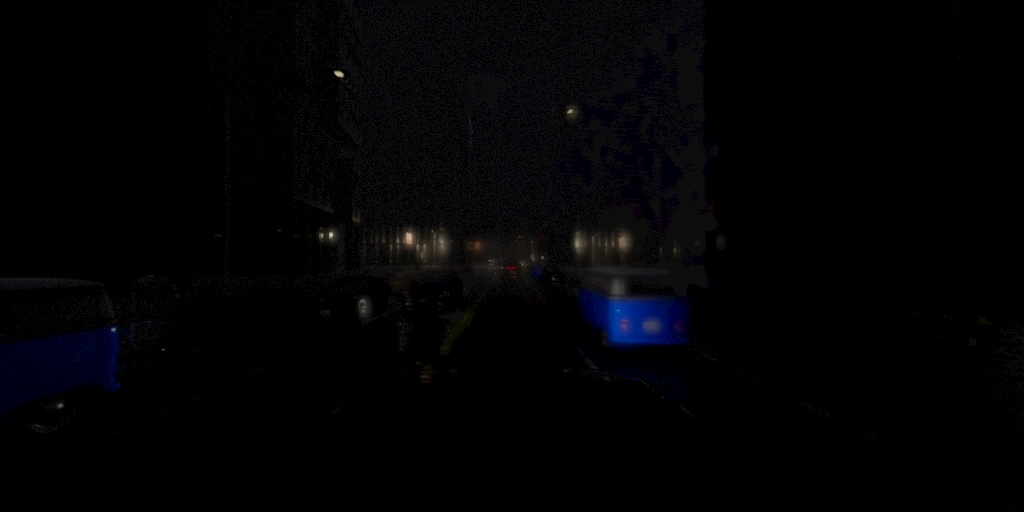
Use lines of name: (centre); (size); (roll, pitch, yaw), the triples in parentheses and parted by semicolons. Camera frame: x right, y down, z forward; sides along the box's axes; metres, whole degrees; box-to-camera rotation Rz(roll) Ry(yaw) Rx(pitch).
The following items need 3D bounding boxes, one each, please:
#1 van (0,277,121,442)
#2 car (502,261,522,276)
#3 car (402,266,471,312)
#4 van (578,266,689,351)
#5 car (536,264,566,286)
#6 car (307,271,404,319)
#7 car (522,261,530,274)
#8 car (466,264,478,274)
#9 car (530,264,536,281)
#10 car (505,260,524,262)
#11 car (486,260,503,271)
van: (-5.762, 1.102, 2.782); (1.690, 1.789, 3.998); (0, 0, 0)
car: (0.015, 1.732, 45.459); (1.837, 1.490, 4.892); (0, -1, 1)
car: (-3.099, 1.369, 15.213); (1.882, 1.535, 5.008); (0, -1, 0)
van: (2.764, 1.166, 8.922); (1.690, 1.789, 3.998); (0, 0, 0)
car: (3.151, 1.558, 28.440); (1.812, 1.442, 4.674); (0, -1, 0)
car: (-5.761, 1.437, 13.358); (1.948, 1.339, 4.313); (0, 0, 0)
car: (2.767, 1.818, 50.136); (2.007, 1.370, 4.403); (0, 0, 0)
car: (-5.758, 1.818, 50.140); (2.007, 1.370, 4.403); (0, 0, 0)
car: (3.143, 1.584, 35.440); (1.882, 1.535, 5.008); (0, -1, 0)
car: (0.543, 1.773, 61.477); (2.097, 1.767, 4.553); (1, 0, 20)
car: (-2.995, 1.469, 55.778); (2.128, 1.511, 4.902); (0, -1, 0)
